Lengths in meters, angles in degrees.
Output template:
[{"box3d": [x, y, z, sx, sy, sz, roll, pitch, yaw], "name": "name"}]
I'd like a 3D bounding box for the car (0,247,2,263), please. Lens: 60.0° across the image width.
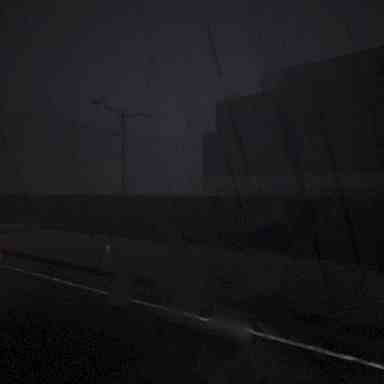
[{"box3d": [-7.226, 1.600, 9.104, 4.718, 1.301, 1.895, 0, 0, 36], "name": "car"}]
